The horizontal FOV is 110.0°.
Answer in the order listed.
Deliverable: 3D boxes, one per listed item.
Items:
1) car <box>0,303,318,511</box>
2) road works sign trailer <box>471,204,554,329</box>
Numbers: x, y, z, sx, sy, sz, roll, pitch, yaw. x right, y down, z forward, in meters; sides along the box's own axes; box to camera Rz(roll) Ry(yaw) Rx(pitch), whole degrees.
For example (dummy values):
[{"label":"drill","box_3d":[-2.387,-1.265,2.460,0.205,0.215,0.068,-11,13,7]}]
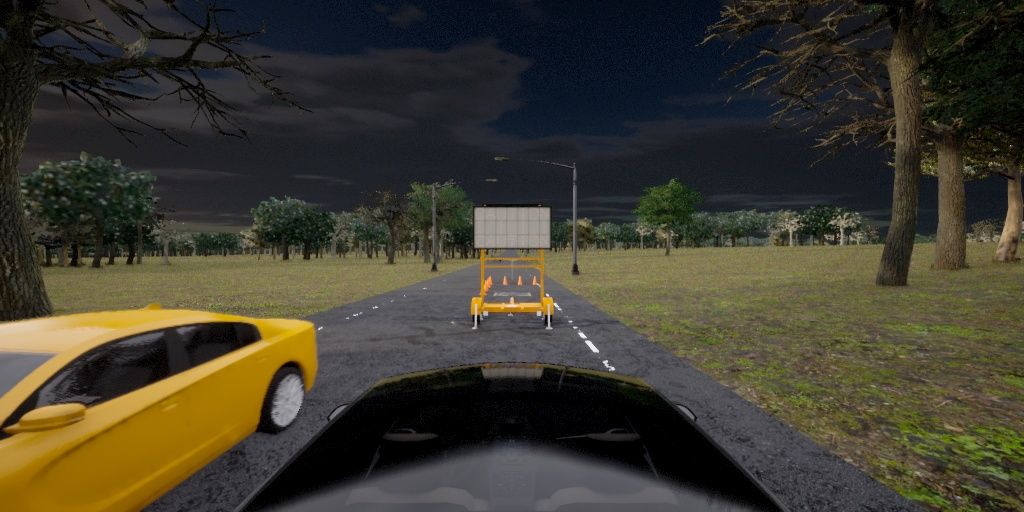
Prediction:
[{"label":"car","box_3d":[-3.499,1.227,2.672,1.882,1.535,5.008,0,0,0]},{"label":"road works sign trailer","box_3d":[0.011,0.197,11.139,2.380,3.560,2.880,0,0,0]}]
